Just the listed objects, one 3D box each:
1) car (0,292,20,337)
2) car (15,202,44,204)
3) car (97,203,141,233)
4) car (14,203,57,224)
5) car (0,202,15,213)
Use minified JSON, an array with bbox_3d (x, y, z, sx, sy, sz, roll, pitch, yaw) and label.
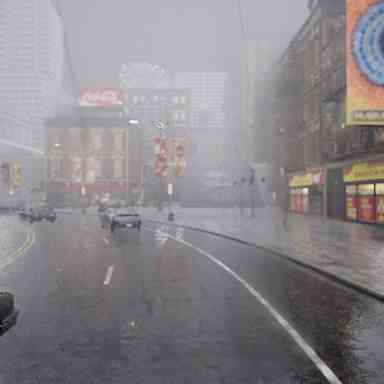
[{"bbox_3d":[-3.496,1.574,2.663,2.033,1.411,5.357,0,-1,-2],"label":"car"},{"bbox_3d":[-16.596,1.854,35.554,4.892,1.490,1.837,-1,-1,39],"label":"car"},{"bbox_3d":[-4.659,1.700,21.174,2.128,1.511,4.902,0,-1,-26],"label":"car"},{"bbox_3d":[-12.907,1.871,27.508,1.895,1.301,4.718,1,-1,-40],"label":"car"},{"bbox_3d":[-24.011,2.029,44.182,4.718,1.301,1.895,0,-1,30],"label":"car"}]
